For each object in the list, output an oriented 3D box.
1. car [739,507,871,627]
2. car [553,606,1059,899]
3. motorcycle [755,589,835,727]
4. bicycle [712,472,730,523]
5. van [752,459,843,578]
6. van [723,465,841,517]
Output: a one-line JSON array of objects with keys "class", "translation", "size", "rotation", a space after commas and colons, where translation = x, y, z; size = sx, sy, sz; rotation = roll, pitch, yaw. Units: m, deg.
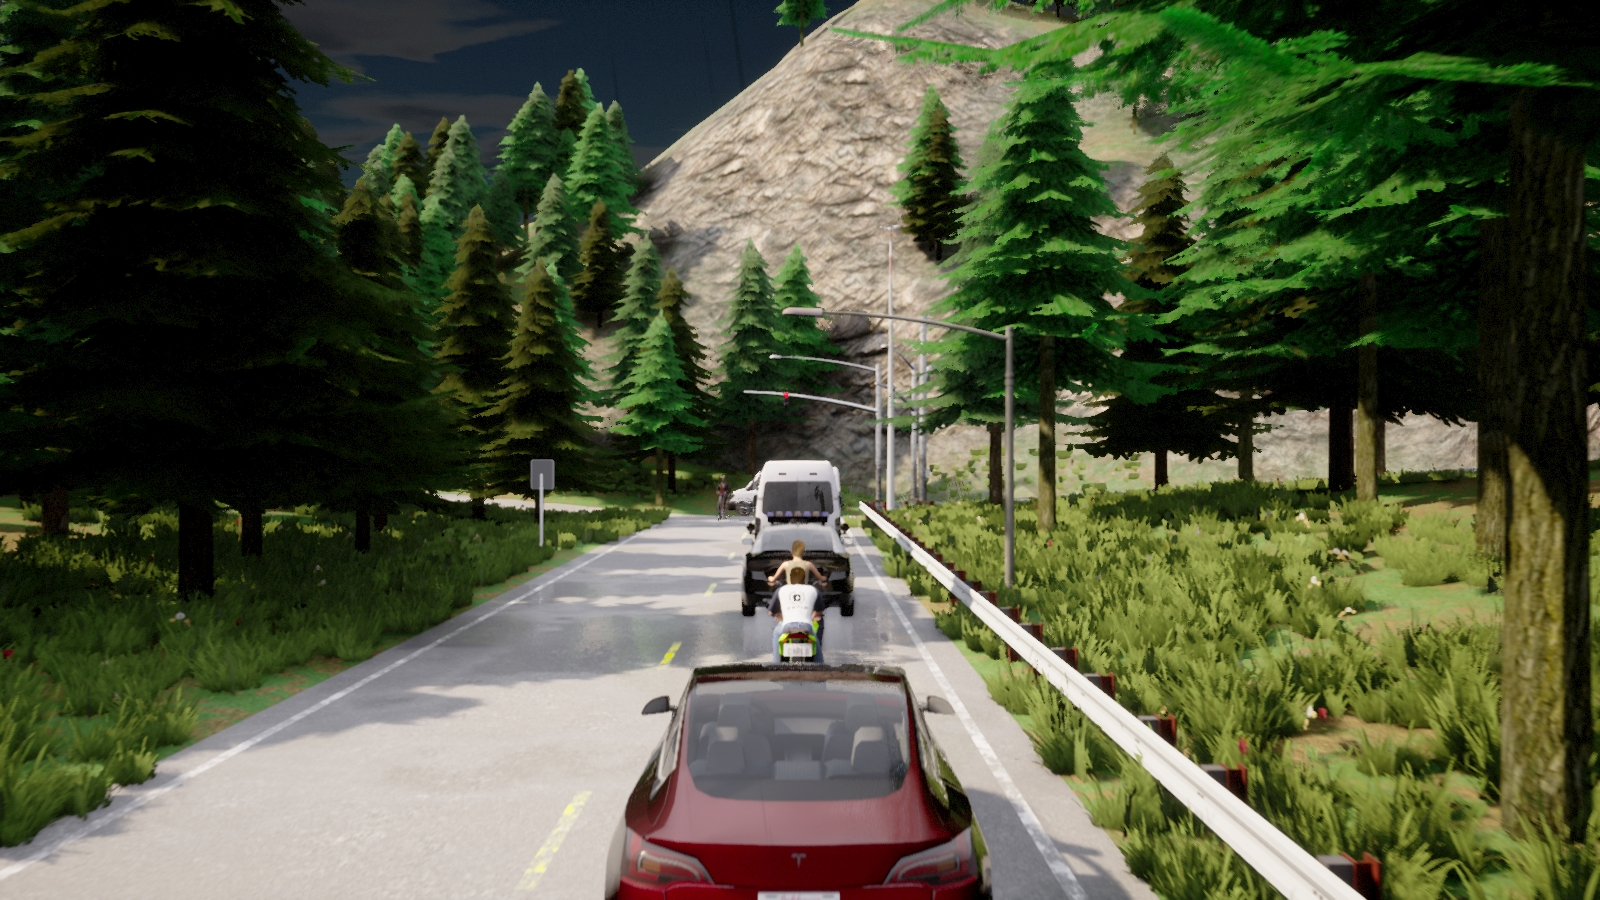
[{"class": "car", "translation": [0.071, 1.982, 20.701], "size": [2.097, 1.638, 5.238], "rotation": [0, 0, 0]}, {"class": "car", "translation": [0.019, 2.063, 7.280], "size": [2.163, 1.488, 4.792], "rotation": [0, 0, 0]}, {"class": "motorcycle", "translation": [-0.045, 2.213, 12.487], "size": [0.803, 1.145, 2.033], "rotation": [0, 0, 0]}, {"class": "bicycle", "translation": [-3.085, 1.836, 44.831], "size": [0.329, 1.919, 1.835], "rotation": [1, 0, 7]}, {"class": "van", "translation": [-0.064, 1.534, 28.119], "size": [1.988, 2.561, 5.915], "rotation": [0, 0, 0]}, {"class": "van", "translation": [-0.921, 2.121, 58.234], "size": [5.915, 2.561, 1.988], "rotation": [1, -4, -2]}]
